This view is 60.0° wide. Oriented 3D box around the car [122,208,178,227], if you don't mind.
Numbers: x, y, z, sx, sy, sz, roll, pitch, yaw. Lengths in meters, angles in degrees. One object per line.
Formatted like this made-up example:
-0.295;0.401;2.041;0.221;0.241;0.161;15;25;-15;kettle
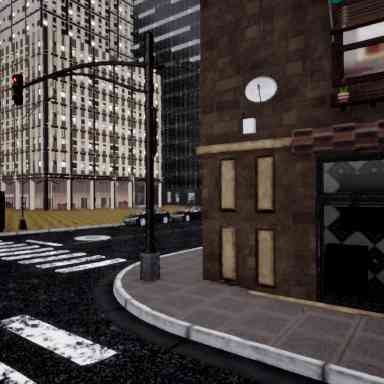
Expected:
-3.481;1.893;25.922;2.008;1.369;4.403;-2;-2;35;car

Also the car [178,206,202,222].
-0.272;1.975;30.474;2.008;1.369;4.403;-2;-2;35;car
